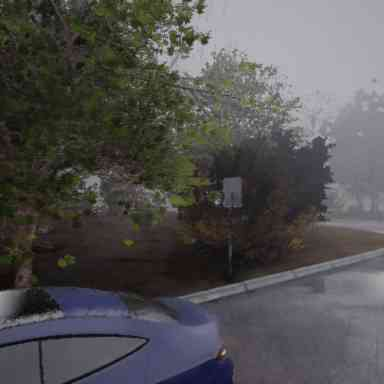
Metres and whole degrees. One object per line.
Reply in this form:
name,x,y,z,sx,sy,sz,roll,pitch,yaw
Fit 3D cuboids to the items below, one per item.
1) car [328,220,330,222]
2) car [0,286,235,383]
car,9.325,1.688,28.269,2.097,1.767,4.553,1,-1,-38
car,-1.711,1.562,2.378,4.674,1.442,1.812,0,-1,-38
